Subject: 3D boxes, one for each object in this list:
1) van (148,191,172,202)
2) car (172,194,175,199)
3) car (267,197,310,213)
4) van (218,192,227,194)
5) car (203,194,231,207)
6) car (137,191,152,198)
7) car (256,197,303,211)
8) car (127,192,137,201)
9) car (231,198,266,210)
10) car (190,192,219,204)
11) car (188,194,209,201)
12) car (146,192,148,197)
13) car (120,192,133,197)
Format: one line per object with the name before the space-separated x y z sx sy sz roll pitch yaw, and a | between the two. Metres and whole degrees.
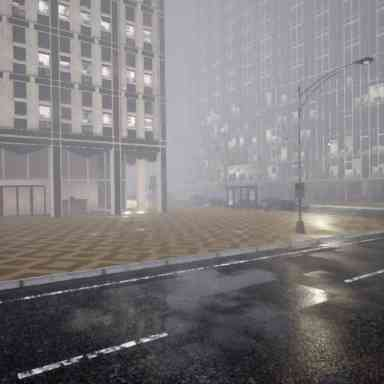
van | -5.688 0.937 58.395 1.690 1.788 3.998 0 1 -34
car | -5.211 0.936 72.511 1.802 1.307 4.206 0 1 -34
car | 10.286 1.424 34.894 1.947 1.339 4.313 0 1 -34
van | 4.437 0.855 58.449 1.690 1.788 3.998 0 1 -34
car | 3.916 1.320 44.311 1.947 1.339 4.313 0 1 -34
car | -11.644 0.686 81.880 1.967 1.590 4.097 0 1 -34
car | 10.342 1.327 39.609 2.033 1.411 5.357 -1 1 -34
car | -12.121 1.040 67.769 2.008 1.369 4.403 0 1 -34
car | 7.084 1.388 39.593 1.802 1.307 4.206 0 1 -34
car | 1.614 1.145 52.309 1.837 1.490 4.892 -1 1 -36
car | 1.221 1.044 63.138 1.802 1.307 4.206 0 1 -34
car | -8.428 0.615 77.193 2.192 1.841 5.009 0 1 -34
car | -18.076 0.689 91.254 2.008 1.369 4.403 0 1 -34
